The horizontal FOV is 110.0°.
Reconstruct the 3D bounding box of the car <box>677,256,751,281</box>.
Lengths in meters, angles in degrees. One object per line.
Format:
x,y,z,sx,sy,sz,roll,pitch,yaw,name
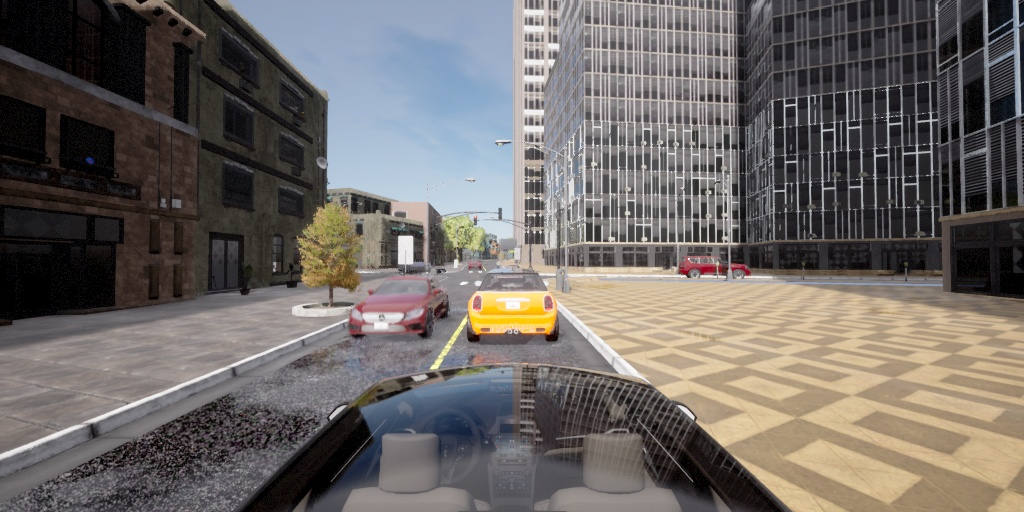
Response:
15.744,0.938,28.235,5.009,1.841,2.192,0,0,18,car

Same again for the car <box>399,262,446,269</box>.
-9.774,1.301,38.975,5.357,1.411,2.033,0,-1,24,car

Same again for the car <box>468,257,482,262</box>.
-5.479,1.240,53.338,1.882,1.535,5.008,0,0,-6,car

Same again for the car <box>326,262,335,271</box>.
-20.587,1.318,40.121,4.313,1.339,1.948,0,0,18,car

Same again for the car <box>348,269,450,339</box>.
-2.925,1.277,10.229,1.812,1.442,4.674,0,0,-1,car

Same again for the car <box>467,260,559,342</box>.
0.004,1.105,9.980,2.097,1.767,4.553,0,0,0,car
